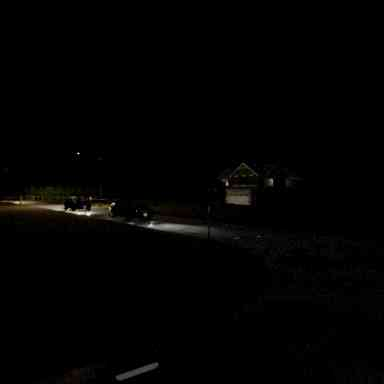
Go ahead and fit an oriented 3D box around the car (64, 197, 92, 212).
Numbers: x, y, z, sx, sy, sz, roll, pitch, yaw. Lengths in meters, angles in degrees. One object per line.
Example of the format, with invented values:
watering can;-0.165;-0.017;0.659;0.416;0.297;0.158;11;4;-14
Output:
car;-12.386;1.277;35.985;2.128;1.511;4.902;2;-1;-36

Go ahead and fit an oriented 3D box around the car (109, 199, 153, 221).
car;-4.701;1.325;25.347;2.128;1.511;4.902;2;-1;-36
